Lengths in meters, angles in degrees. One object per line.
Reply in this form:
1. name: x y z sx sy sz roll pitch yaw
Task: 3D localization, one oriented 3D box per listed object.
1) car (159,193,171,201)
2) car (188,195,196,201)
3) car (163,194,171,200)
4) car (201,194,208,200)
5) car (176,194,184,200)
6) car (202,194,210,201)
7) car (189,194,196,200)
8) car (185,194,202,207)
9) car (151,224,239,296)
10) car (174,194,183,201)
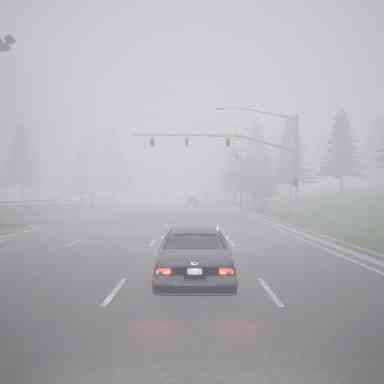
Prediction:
1. car: -6.960 1.217 83.505 2.150 2.045 5.566 0 0 0
2. car: 0.040 1.531 83.472 2.033 1.411 5.357 0 0 0
3. car: -6.955 1.385 93.895 1.994 1.385 4.181 0 0 0
4. car: 3.545 1.310 93.890 1.882 1.535 5.008 0 0 0
5. car: -3.455 1.358 93.893 2.128 1.511 4.902 0 0 0
6. car: 3.540 1.492 83.470 1.837 1.490 4.892 0 0 0
7. car: 0.045 1.310 93.892 1.882 1.535 5.008 0 0 0
8. car: 0.023 1.352 52.829 2.097 1.767 4.553 0 0 0
9. car: 0.070 1.547 8.790 2.033 1.411 5.357 0 0 0
10. car: -3.460 1.517 83.890 1.812 1.442 4.674 0 0 0
